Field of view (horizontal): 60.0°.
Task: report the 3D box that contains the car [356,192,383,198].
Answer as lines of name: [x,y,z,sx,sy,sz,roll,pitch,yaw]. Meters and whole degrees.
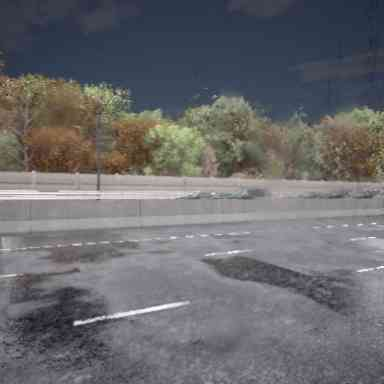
car: [20.654,1.040,36.222,5.008,1.535,1.882,0,1,-29]

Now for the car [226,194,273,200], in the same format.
car: [5.510,1.085,27.670,4.718,1.301,1.895,0,1,-29]

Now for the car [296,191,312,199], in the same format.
car: [16.497,0.631,45.902,4.553,1.767,2.097,0,1,-29]

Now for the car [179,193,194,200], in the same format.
car: [0.795,0.723,37.048,4.674,1.442,1.812,1,1,-29]

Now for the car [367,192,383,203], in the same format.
car: [30.950,0.873,54.055,4.902,1.511,2.128,0,1,-30]

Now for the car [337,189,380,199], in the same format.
car: [20.639,0.695,40.207,5.566,2.045,2.150,0,2,-29]

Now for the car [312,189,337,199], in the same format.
car: [18.670,0.599,43.104,5.566,2.045,2.150,0,1,-29]

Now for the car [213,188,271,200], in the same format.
car: [5.133,0.619,31.457,5.566,2.045,2.150,1,1,-29]

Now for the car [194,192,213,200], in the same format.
car: [3.043,0.804,34.302,4.892,1.490,1.837,1,1,-29]
